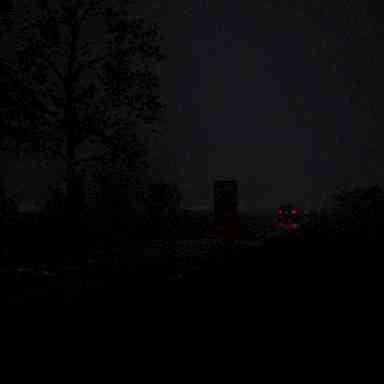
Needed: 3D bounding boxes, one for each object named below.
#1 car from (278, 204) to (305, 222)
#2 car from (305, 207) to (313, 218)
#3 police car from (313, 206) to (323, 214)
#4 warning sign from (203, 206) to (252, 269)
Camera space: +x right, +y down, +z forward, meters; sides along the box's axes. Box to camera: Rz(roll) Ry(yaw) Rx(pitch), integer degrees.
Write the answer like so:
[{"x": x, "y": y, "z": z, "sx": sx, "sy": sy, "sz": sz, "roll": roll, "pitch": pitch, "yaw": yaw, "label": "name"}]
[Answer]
[{"x": 11.759, "y": 2.513, "z": 39.705, "sx": 2.150, "sy": 2.045, "sz": 5.566, "roll": -1, "pitch": -3, "yaw": 25, "label": "car"}, {"x": 16.744, "y": 3.238, "z": 50.601, "sx": 1.994, "sy": 1.385, "sz": 4.181, "roll": -1, "pitch": -2, "yaw": 25, "label": "car"}, {"x": 24.895, "y": 3.635, "z": 66.041, "sx": 1.930, "sy": 1.638, "sz": 5.238, "roll": -1, "pitch": -2, "yaw": 25, "label": "police car"}, {"x": 1.165, "y": 1.417, "z": 10.812, "sx": 1.300, "sy": 1.860, "sz": 1.060, "roll": 0, "pitch": -1, "yaw": 25, "label": "warning sign"}]
